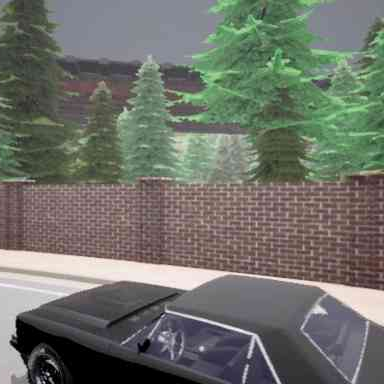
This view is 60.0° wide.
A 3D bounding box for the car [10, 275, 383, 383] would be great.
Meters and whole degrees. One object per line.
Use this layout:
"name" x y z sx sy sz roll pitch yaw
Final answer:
"car" 0.246 1.600 3.425 4.718 1.301 1.895 0 0 32
